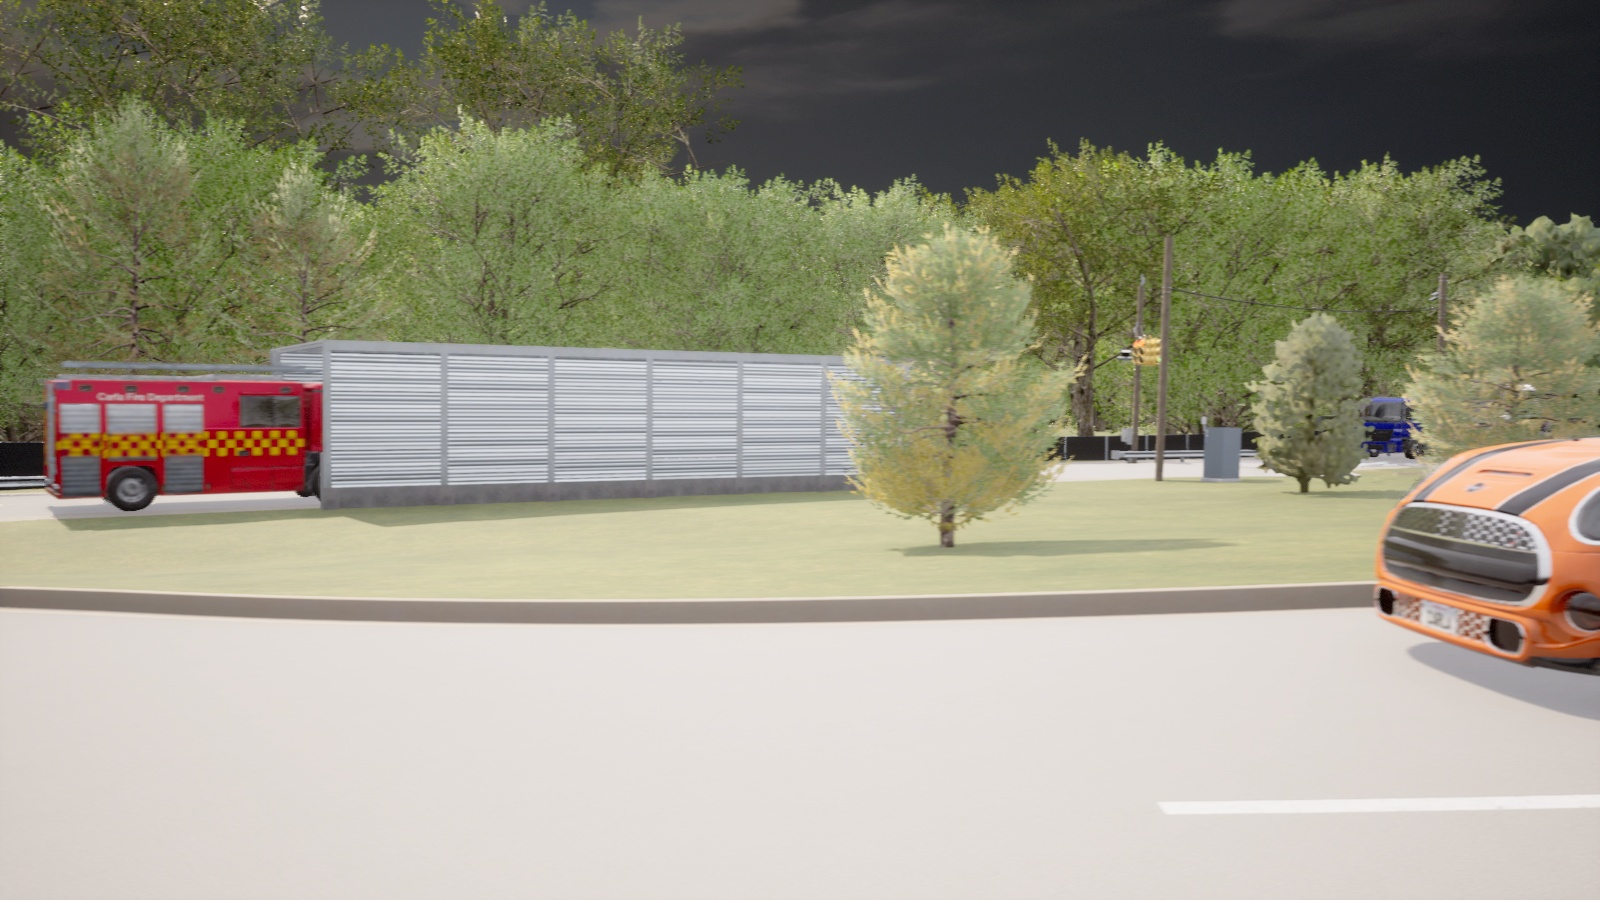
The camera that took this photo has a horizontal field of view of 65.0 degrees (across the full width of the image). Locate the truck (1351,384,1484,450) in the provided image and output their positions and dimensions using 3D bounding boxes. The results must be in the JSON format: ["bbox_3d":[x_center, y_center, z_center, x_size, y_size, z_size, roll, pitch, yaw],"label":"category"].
[{"bbox_3d":[34.712,-1.916,70.470,7.936,3.462,2.891,-2,3,-32],"label":"truck"}]

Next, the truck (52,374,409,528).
[{"bbox_3d":[-15.537,-0.150,34.697,8.468,3.827,2.891,-2,3,-36],"label":"truck"}]

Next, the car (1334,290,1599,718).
[{"bbox_3d":[5.453,0.091,6.364,4.553,1.767,2.097,-3,2,-4],"label":"car"}]
